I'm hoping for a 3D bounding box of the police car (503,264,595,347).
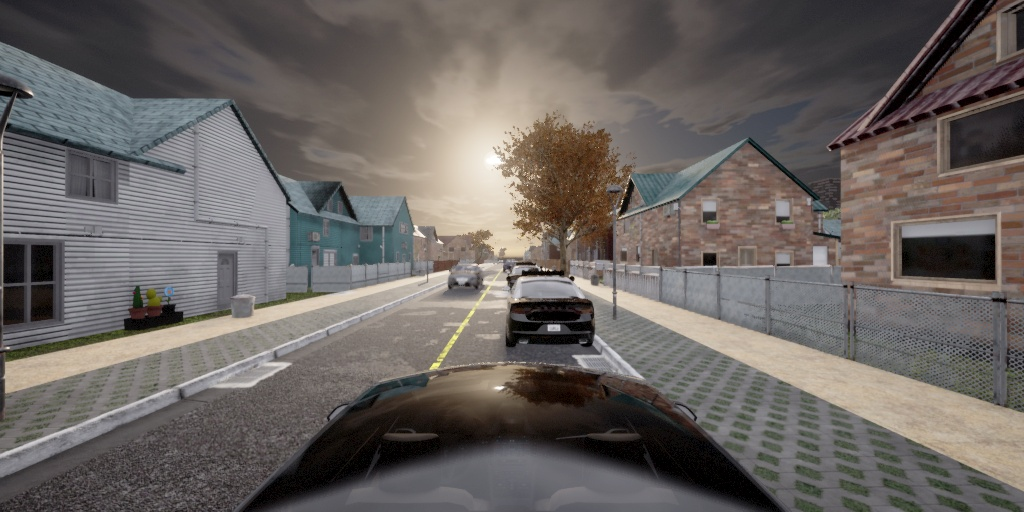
[{"bbox_3d":[0.796,1.178,9.476,1.930,1.638,5.238,0,0,0],"label":"police car"}]

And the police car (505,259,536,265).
[{"bbox_3d":[0.757,1.184,19.476,1.930,1.638,5.238,0,0,0],"label":"police car"}]

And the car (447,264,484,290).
[{"bbox_3d":[-2.830,1.252,22.616,2.128,1.511,4.902,0,0,0],"label":"car"}]

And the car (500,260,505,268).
[{"bbox_3d":[-0.141,1.214,49.072,2.097,1.767,4.553,0,0,0],"label":"car"}]

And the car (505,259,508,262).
[{"bbox_3d":[0.733,1.113,25.336,2.097,1.767,4.553,0,0,0],"label":"car"}]
